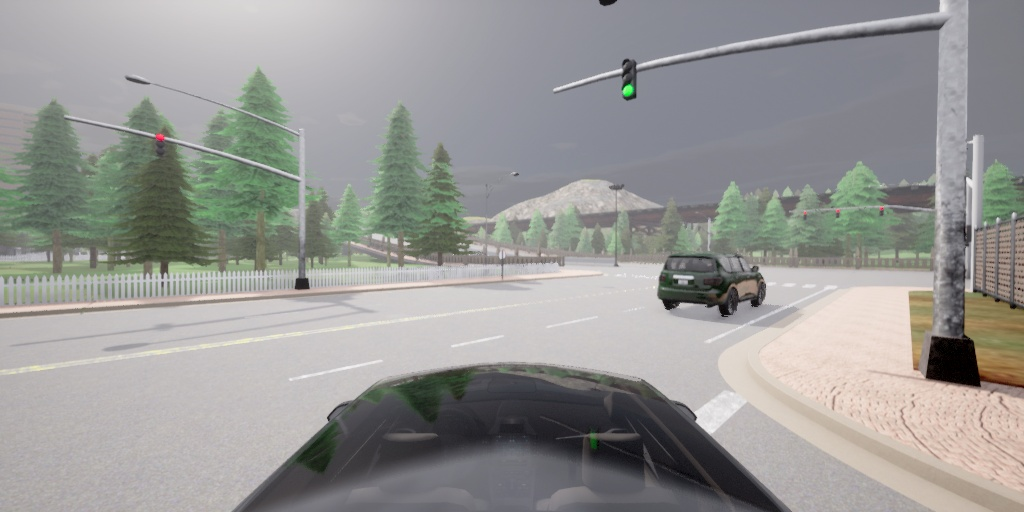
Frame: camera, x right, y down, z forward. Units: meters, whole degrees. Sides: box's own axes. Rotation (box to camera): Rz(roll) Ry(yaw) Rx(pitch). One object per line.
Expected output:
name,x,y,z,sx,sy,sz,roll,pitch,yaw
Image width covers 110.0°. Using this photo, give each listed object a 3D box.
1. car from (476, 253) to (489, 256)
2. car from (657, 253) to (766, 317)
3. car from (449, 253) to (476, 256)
car,-5.021,0.143,63.358,1.895,1.301,4.718,0,5,-43
car,7.467,0.908,13.241,5.566,2.045,2.150,-1,1,-42
car,-9.030,-0.135,62.484,2.128,1.511,4.902,0,5,-43
